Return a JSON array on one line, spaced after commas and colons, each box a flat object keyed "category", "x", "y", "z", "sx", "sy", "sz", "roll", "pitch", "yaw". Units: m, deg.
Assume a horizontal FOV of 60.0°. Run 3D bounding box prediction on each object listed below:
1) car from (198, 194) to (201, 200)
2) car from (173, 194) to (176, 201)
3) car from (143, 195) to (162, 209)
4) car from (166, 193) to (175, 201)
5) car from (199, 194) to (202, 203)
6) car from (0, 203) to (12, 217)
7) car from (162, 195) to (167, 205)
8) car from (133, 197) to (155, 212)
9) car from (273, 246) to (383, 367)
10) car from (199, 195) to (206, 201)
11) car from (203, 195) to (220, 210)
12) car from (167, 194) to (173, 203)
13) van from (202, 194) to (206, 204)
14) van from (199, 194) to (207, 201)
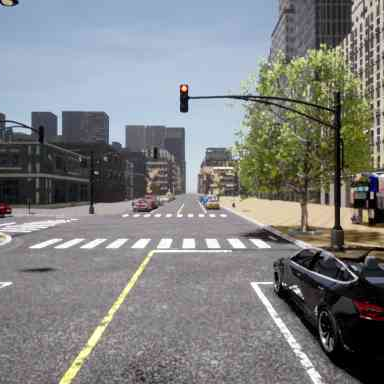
[{"category": "car", "x": 2.731, "y": 1.572, "z": 71.574, "sx": 1.947, "sy": 1.339, "sz": 4.313, "roll": 0, "pitch": 0, "yaw": 0}, {"category": "car", "x": -5.644, "y": 1.559, "z": 82.678, "sx": 2.008, "sy": 1.369, "sz": 4.403, "roll": 0, "pitch": 0, "yaw": 0}, {"category": "car", "x": -5.662, "y": 1.318, "z": 43.820, "sx": 2.192, "sy": 1.841, "sz": 5.009, "roll": 0, "pitch": 0, "yaw": 0}, {"category": "car", "x": -5.640, "y": 1.324, "z": 88.229, "sx": 2.192, "sy": 1.841, "sz": 5.009, "roll": 0, "pitch": 0, "yaw": 0}, {"category": "car", "x": 2.725, "y": 1.556, "z": 60.472, "sx": 2.008, "sy": 1.369, "sz": 4.403, "roll": 0, "pitch": 0, "yaw": 0}, {"category": "car", "x": -17.254, "y": 1.371, "z": 27.278, "sx": 4.507, "sy": 1.381, "sz": 1.887, "roll": 1, "pitch": -1, "yaw": -1}, {"category": "car", "x": -5.658, "y": 1.555, "z": 54.923, "sx": 2.008, "sy": 1.369, "sz": 4.403, "roll": 0, "pitch": 0, "yaw": 0}, {"category": "car", "x": -5.666, "y": 1.584, "z": 38.269, "sx": 1.802, "sy": 1.307, "sz": 4.206, "roll": 0, "pitch": 0, "yaw": 0}, {"category": "car", "x": 2.698, "y": 1.566, "z": 5.789, "sx": 1.947, "sy": 1.339, "sz": 4.313, "roll": 0, "pitch": 0, "yaw": 0}, {"category": "car", "x": 2.740, "y": 1.534, "z": 88.397, "sx": 1.752, "sy": 1.417, "sz": 4.829, "roll": 0, "pitch": 0, "yaw": 0}, {"category": "car", "x": 2.717, "y": 1.528, "z": 43.988, "sx": 1.752, "sy": 1.417, "sz": 4.829, "roll": 0, "pitch": 0, "yaw": 0}, {"category": "car", "x": -5.649, "y": 1.532, "z": 71.406, "sx": 1.752, "sy": 1.417, "sz": 4.829, "roll": 0, "pitch": 0, "yaw": 0}, {"category": "van", "x": 2.721, "y": 1.345, "z": 49.370, "sx": 1.690, "sy": 1.788, "sz": 3.998, "roll": 0, "pitch": 0, "yaw": 0}, {"category": "van", "x": 2.738, "y": 1.349, "z": 82.676, "sx": 1.690, "sy": 1.788, "sz": 3.998, "roll": 0, "pitch": 0, "yaw": 0}]
